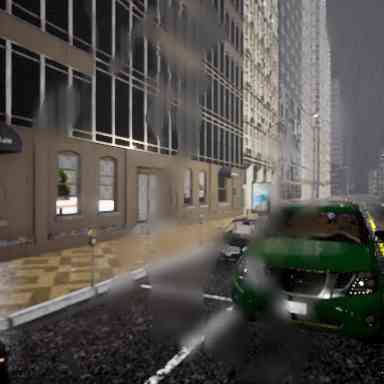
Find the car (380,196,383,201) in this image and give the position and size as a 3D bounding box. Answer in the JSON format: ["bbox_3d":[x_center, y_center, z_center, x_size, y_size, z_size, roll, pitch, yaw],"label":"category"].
[{"bbox_3d":[37.538,1.669,63.184,1.947,1.339,4.313,0,0,27],"label":"car"}]

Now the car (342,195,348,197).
[{"bbox_3d":[37.702,1.565,82.089,1.967,1.590,4.097,0,0,27],"label":"car"}]

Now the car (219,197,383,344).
[{"bbox_3d":[2.656,1.227,7.005,2.150,2.045,5.566,0,0,27],"label":"car"}]

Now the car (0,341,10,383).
[{"bbox_3d":[-3.065,1.562,1.428,1.947,1.339,4.313,0,0,27],"label":"car"}]

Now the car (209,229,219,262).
[{"bbox_3d":[2.031,1.557,11.510,2.008,1.369,4.403,0,0,27],"label":"car"}]

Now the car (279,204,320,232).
[{"bbox_3d":[7.050,1.544,21.441,1.752,1.417,4.829,0,0,27],"label":"car"}]

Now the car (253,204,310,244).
[{"bbox_3d":[4.579,1.453,16.552,1.967,1.590,4.097,0,0,27],"label":"car"}]
